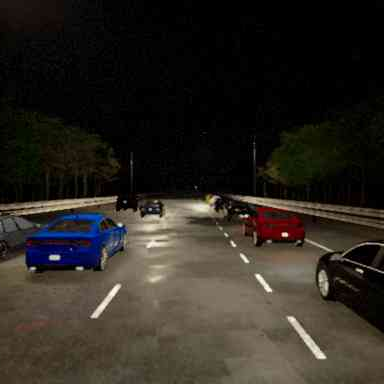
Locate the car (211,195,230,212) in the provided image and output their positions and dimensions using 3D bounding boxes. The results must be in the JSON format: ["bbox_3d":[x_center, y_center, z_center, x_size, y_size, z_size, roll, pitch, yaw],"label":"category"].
[{"bbox_3d":[3.509,1.328,36.997,2.033,1.649,4.856,0,0,0],"label":"car"}]

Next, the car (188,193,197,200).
[{"bbox_3d":[0.019,1.034,78.428,1.812,1.442,4.674,0,1,0],"label":"car"}]

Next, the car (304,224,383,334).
[{"bbox_3d":[3.601,1.494,5.383,1.837,1.490,4.892,0,0,0],"label":"car"}]

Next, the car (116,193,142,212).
[{"bbox_3d":[-6.887,1.121,36.870,2.150,2.045,5.566,0,0,0],"label":"car"}]

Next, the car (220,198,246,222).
[{"bbox_3d":[3.506,1.440,25.998,1.837,1.490,4.892,0,0,0],"label":"car"}]

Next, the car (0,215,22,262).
[{"bbox_3d":[-6.897,1.522,11.892,2.033,1.411,5.357,0,0,0],"label":"car"}]

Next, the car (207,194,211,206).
[{"bbox_3d":[3.512,1.384,47.998,1.812,1.442,4.674,0,0,0],"label":"car"}]

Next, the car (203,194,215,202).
[{"bbox_3d":[3.517,1.245,70.023,2.163,1.488,4.792,0,0,0],"label":"car"}]

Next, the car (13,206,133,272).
[{"bbox_3d":[-3.397,1.455,10.704,1.882,1.535,5.008,0,0,0],"label":"car"}]

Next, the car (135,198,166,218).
[{"bbox_3d":[-3.394,1.472,29.621,2.033,1.411,5.357,0,0,0],"label":"car"}]

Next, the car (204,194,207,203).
[{"bbox_3d":[3.514,1.293,58.996,1.882,1.535,5.008,0,0,0],"label":"car"}]

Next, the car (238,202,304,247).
[{"bbox_3d":[3.504,1.445,14.998,1.882,1.535,5.008,0,0,0],"label":"car"}]
